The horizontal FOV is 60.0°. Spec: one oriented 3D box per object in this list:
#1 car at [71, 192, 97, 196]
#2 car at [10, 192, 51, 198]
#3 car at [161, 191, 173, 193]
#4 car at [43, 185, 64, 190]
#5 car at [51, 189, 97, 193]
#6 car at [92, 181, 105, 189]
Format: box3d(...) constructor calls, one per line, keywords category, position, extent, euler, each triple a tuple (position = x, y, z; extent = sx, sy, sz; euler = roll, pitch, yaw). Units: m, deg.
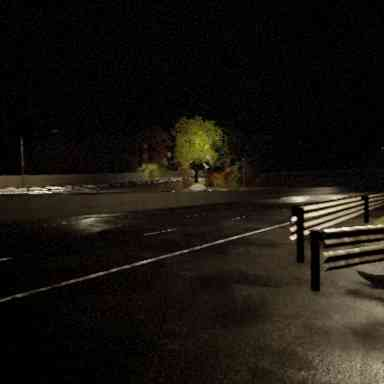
box3d(category="car", position=(-9.892, 0.939, 29.490), extent=(1.895, 1.301, 4.718), euler=(0, 1, 36))
box3d(category="car", position=(-16.473, 0.923, 32.367), extent=(2.033, 1.411, 5.357), euler=(0, 1, 36))
box3d(category="car", position=(-3.971, 0.547, 49.239), extent=(1.895, 1.301, 4.718), euler=(0, 1, 37))
box3d(category="car", position=(-24.343, -0.480, 57.679), extent=(1.882, 1.535, 5.008), euler=(-1, 3, 16))
box3d(category="car", position=(-11.201, 0.766, 33.601), extent=(1.882, 1.535, 5.008), euler=(0, 1, 37))
box3d(category="car", position=(-20.413, -1.452, 70.999), extent=(2.097, 1.767, 4.553), euler=(-1, 4, 18))
